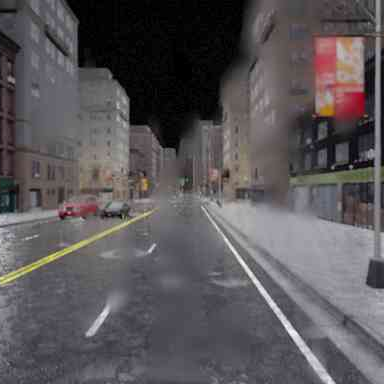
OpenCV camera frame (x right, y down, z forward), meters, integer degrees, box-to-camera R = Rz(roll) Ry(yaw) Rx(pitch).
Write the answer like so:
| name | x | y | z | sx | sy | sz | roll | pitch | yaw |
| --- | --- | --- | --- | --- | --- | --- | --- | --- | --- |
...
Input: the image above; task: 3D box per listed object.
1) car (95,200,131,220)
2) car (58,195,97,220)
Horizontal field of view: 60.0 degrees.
| name | x | y | z | sx | sy | sz | roll | pitch | yaw |
| --- | --- | --- | --- | --- | --- | --- | --- | --- | --- |
| car | -6.599 | 1.574 | 29.146 | 1.882 | 1.535 | 5.008 | 0 | 0 | 0 |
| car | -9.848 | 1.320 | 29.479 | 2.150 | 2.045 | 5.566 | 0 | 0 | 0 |
